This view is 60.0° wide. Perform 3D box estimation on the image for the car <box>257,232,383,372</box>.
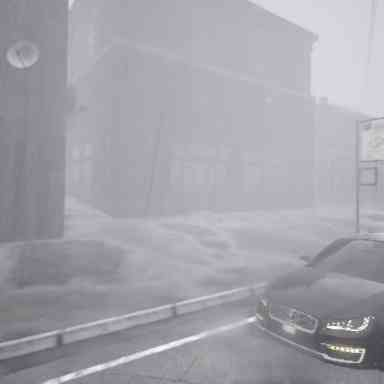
[{"bbox_3d":[3.219,1.505,5.671,4.892,1.490,1.837,0,0,-35],"label":"car"}]
